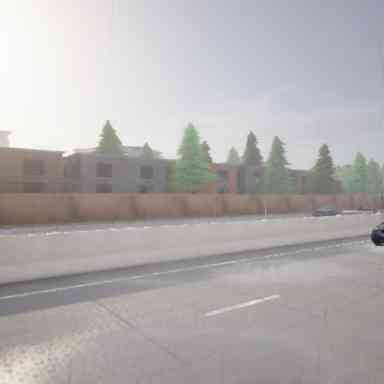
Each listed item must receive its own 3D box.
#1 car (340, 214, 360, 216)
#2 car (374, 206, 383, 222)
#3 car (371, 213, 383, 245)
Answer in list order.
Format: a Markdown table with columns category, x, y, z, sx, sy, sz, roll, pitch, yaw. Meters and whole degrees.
| category | x | y | z | sx | sy | sz | roll | pitch | yaw |
| --- | --- | --- | --- | --- | --- | --- | --- | --- | --- |
| car | 17.401 | 2.168 | 34.068 | 4.718 | 1.301 | 1.895 | 1 | -1 | -36 |
| car | 19.493 | 2.041 | 31.264 | 5.357 | 1.411 | 2.033 | 1 | -1 | -36 |
| car | 10.317 | 1.804 | 15.748 | 4.181 | 1.385 | 1.994 | 1 | -1 | -36 |
